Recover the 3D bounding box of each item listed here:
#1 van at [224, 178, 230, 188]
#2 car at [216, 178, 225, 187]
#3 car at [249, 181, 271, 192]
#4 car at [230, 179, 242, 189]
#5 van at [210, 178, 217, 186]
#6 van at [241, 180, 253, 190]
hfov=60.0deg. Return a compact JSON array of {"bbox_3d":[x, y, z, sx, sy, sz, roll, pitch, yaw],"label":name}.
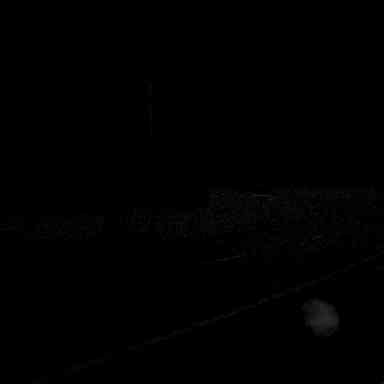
[{"bbox_3d":[9.930,-1.868,75.478,1.878,1.987,4.442,6,6,40],"label":"van"},{"bbox_3d":[8.499,-2.025,78.157,2.185,1.767,4.553,5,6,40],"label":"car"},{"bbox_3d":[14.417,-0.888,67.790,2.097,1.535,5.008,5,6,40],"label":"car"},{"bbox_3d":[11.464,-1.643,72.944,2.435,2.045,5.566,6,6,40],"label":"car"},{"bbox_3d":[7.115,-2.383,80.863,1.878,1.987,4.442,5,6,40],"label":"van"},{"bbox_3d":[13.028,-1.370,70.464,1.878,1.987,4.442,5,6,40],"label":"van"}]
